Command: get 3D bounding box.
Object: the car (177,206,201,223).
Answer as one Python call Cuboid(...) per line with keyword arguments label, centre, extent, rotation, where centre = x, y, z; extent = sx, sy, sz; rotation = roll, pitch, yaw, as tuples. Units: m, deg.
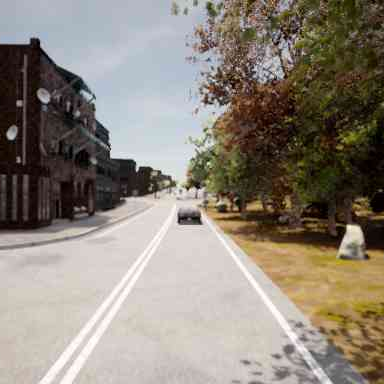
Cuboid(label="car", centre=(-0.261, 1.818, 28.021), extent=(1.895, 1.301, 4.718), rotation=(0, 0, -1))
